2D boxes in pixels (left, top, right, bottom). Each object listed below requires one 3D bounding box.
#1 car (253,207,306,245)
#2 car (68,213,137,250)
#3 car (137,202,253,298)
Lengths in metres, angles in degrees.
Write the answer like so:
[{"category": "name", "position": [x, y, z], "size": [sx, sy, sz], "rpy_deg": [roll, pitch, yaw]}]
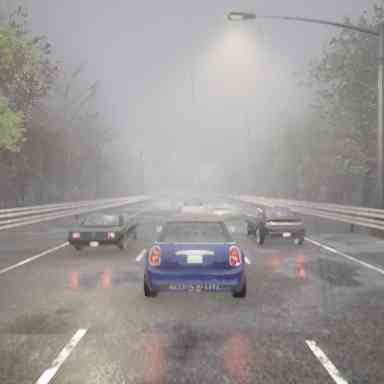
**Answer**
[{"category": "car", "position": [3.602, 1.405, 15.066], "size": [2.128, 1.511, 4.902], "rpy_deg": [0, 0, 0]}, {"category": "car", "position": [-3.399, 1.523, 13.798], "size": [1.895, 1.301, 4.718], "rpy_deg": [0, 0, 0]}, {"category": "car", "position": [0.096, 1.304, 8.570], "size": [2.097, 1.767, 4.553], "rpy_deg": [0, 0, 1]}]
